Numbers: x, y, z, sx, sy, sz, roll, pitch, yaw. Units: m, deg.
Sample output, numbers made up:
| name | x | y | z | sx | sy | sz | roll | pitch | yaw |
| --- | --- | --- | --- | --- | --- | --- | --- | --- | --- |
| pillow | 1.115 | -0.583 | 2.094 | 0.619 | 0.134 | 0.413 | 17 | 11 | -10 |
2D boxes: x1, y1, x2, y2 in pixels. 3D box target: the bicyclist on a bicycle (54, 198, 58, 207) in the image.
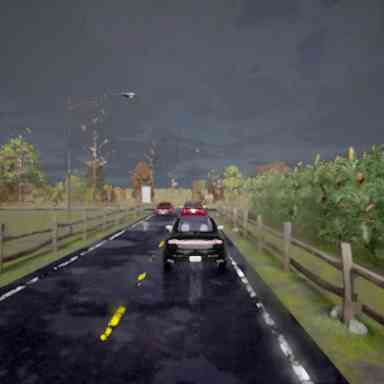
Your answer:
| name | x | y | z | sx | sy | sz | roll | pitch | yaw |
| --- | --- | --- | --- | --- | --- | --- | --- | --- | --- |
| bicyclist on a bicycle | -22.413 | 1.826 | 54.803 | 0.582 | 1.620 | 1.656 | 0 | 0 | 1 |

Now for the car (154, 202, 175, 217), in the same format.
| name | x | y | z | sx | sy | sz | roll | pitch | yaw |
| --- | --- | --- | --- | --- | --- | --- | --- | --- | --- |
| car | -2.786 | 1.743 | 34.541 | 1.812 | 1.442 | 4.674 | 0 | 0 | 1 |

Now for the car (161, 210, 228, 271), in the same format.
| name | x | y | z | sx | sy | sz | roll | pitch | yaw |
| --- | --- | --- | --- | --- | --- | --- | --- | --- | --- |
| car | 0.098 | 1.571 | 11.241 | 2.128 | 1.511 | 4.902 | 0 | 0 | 0 |

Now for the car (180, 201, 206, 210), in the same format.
| name | x | y | z | sx | sy | sz | roll | pitch | yaw |
| --- | --- | --- | --- | --- | --- | --- | --- | --- | --- |
| car | 0.104 | 1.531 | 27.801 | 2.097 | 1.767 | 4.553 | 0 | 0 | 0 |
